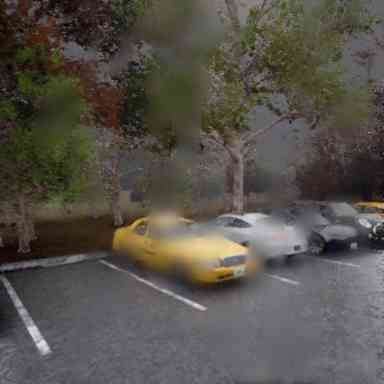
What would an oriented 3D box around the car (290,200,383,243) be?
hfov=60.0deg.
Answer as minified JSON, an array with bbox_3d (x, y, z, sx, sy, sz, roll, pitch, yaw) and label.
[{"bbox_3d":[6.019,1.160,14.401,2.185,1.767,4.553,-1,1,-36],"label":"car"}]

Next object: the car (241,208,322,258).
[{"bbox_3d":[1.634,1.405,11.227,2.002,1.452,4.674,-1,1,-36],"label":"car"}]

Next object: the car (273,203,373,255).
[{"bbox_3d":[3.903,1.354,12.815,2.163,1.488,4.792,-1,1,-36],"label":"car"}]

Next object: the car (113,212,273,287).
[{"bbox_3d":[-0.515,1.403,9.468,1.946,1.575,5.366,-1,1,-36],"label":"car"}]
